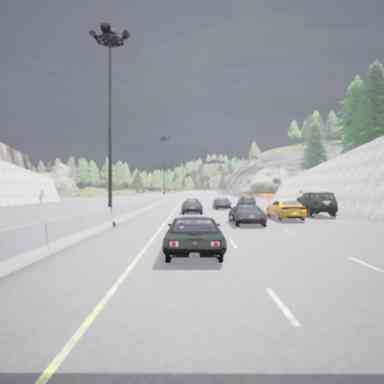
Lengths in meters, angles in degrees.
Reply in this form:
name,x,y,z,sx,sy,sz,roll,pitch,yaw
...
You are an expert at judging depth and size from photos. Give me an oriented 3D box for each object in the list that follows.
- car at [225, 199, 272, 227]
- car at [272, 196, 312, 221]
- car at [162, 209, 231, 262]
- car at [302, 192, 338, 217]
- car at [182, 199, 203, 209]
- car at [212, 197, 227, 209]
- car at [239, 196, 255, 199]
name,x,y,z,sx,sy,sz,roll,pitch,yaw
car,3.541,1.408,21.713,1.994,1.385,4.181,0,0,0
car,7.032,1.297,25.168,1.882,1.535,5.008,0,0,0
car,0.069,1.515,11.779,1.895,1.301,4.718,0,0,0
car,10.524,1.016,28.626,2.150,2.045,5.566,0,0,0
car,0.010,1.334,32.072,1.994,1.385,4.181,0,0,0
car,3.493,1.284,38.988,1.994,1.385,4.181,0,0,0
car,6.984,1.188,42.262,2.128,1.511,4.902,0,0,0
